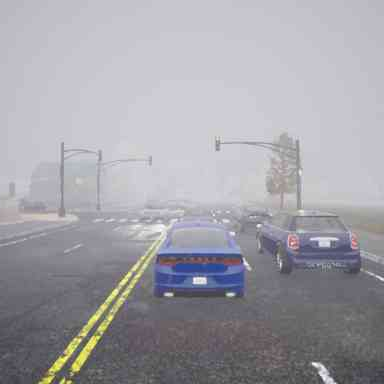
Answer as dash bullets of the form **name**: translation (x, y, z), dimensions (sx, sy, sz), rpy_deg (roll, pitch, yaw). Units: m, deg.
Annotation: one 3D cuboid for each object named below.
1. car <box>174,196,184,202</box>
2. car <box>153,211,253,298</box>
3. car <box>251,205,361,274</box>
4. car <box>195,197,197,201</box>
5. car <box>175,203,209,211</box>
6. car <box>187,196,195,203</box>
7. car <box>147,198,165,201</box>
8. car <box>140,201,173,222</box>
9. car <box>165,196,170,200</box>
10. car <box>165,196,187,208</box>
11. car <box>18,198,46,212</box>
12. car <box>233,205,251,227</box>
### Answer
- **car**: translation (-3.008, 1.638, 79.527), dimensions (1.882, 1.535, 5.008), rpy_deg (0, 0, 5)
- **car**: translation (0.160, 1.483, 8.598), dimensions (1.882, 1.535, 5.008), rpy_deg (0, 0, 0)
- **car**: translation (3.439, 1.358, 10.694), dimensions (2.097, 1.767, 4.553), rpy_deg (0, 0, 1)
- **car**: translation (0.291, 1.679, 79.973), dimensions (1.812, 1.442, 4.674), rpy_deg (0, 0, 5)
- **car**: translation (0.307, 1.562, 18.411), dimensions (2.033, 1.411, 5.357), rpy_deg (0, 0, 1)
- **car**: translation (-0.988, 1.680, 64.387), dimensions (1.994, 1.385, 4.181), rpy_deg (0, 0, 5)
- **car**: translation (-5.389, 1.573, 46.259), dimensions (1.837, 1.490, 4.892), rpy_deg (0, 1, 3)
- **car**: translation (-2.929, 1.629, 26.825), dimensions (1.895, 1.301, 4.718), rpy_deg (0, 0, 2)
- **car**: translation (-4.250, 1.471, 64.307), dimensions (2.097, 1.767, 4.553), rpy_deg (0, 0, 4)
- **car**: translation (-2.132, 1.669, 46.358), dimensions (1.895, 1.301, 4.718), rpy_deg (0, 0, 3)
- **car**: translation (-18.025, 1.322, 35.227), dimensions (5.357, 1.411, 2.033), rpy_deg (1, -1, 24)
- **car**: translation (3.597, 1.520, 19.846), dimensions (1.837, 1.490, 4.892), rpy_deg (0, 0, 1)
